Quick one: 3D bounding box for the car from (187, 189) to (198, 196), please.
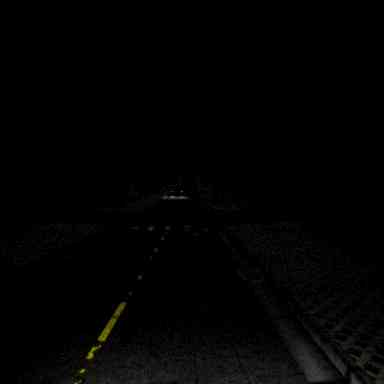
[{"bbox_3d":[0.021,0.093,63.389,1.994,1.385,4.181,0,2,0],"label":"car"}]

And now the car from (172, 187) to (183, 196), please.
[{"bbox_3d":[-2.729,-0.127,63.568,2.097,1.767,4.553,0,2,0],"label":"car"}]
